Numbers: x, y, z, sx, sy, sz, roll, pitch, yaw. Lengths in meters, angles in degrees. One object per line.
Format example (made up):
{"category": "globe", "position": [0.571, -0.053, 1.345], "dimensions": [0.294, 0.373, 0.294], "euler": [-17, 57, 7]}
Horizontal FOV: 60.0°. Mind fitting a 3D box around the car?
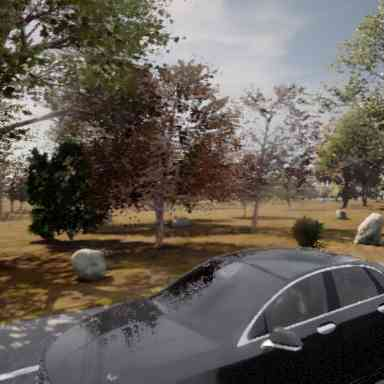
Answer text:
{"category": "car", "position": [0.864, 1.493, 3.901], "dimensions": [4.892, 1.490, 1.837], "euler": [0, 0, -31]}
